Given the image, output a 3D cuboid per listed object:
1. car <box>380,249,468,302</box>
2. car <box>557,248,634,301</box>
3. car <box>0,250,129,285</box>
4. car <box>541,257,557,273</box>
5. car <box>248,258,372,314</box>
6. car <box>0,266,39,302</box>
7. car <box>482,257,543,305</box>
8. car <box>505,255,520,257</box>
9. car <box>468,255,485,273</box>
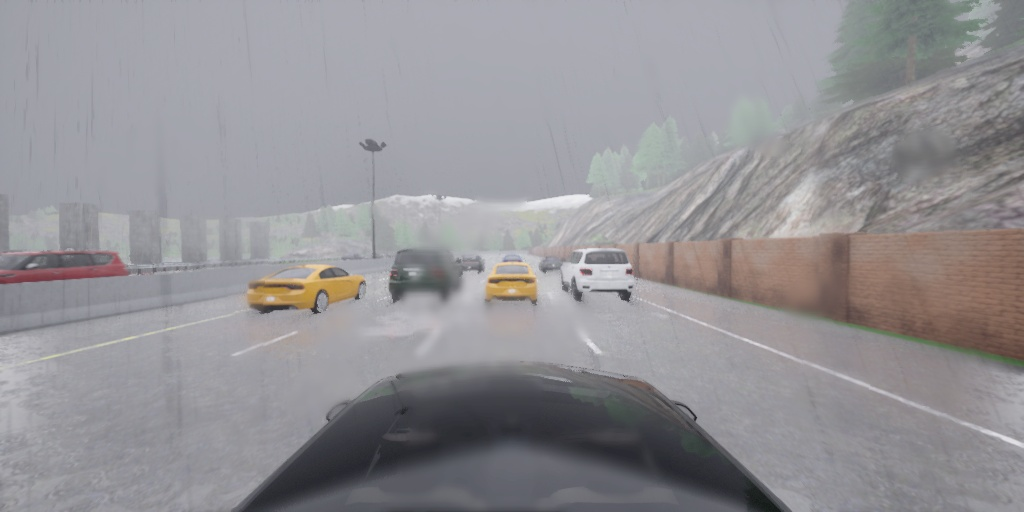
[{"bbox_3d":[-3.478,0.719,15.468,2.150,2.045,5.566,0,1,0],"label":"car"},{"bbox_3d":[3.523,0.696,15.614,2.150,2.045,5.566,0,1,0],"label":"car"},{"bbox_3d":[-17.709,0.806,13.248,2.150,2.045,5.566,0,1,0],"label":"car"},{"bbox_3d":[3.549,0.726,32.177,1.994,1.385,4.181,0,1,0],"label":"car"},{"bbox_3d":[-6.989,1.036,12.867,1.882,1.535,5.008,0,1,0],"label":"car"},{"bbox_3d":[-21.203,1.158,13.216,1.994,1.385,4.181,0,1,0],"label":"car"},{"bbox_3d":[0.018,0.983,14.605,1.882,1.535,5.008,0,1,0],"label":"car"},{"bbox_3d":[0.051,0.633,33.066,1.882,1.535,5.008,0,1,0],"label":"car"},{"bbox_3d":[-3.450,0.687,31.498,2.128,1.511,4.902,0,1,0],"label":"car"}]
